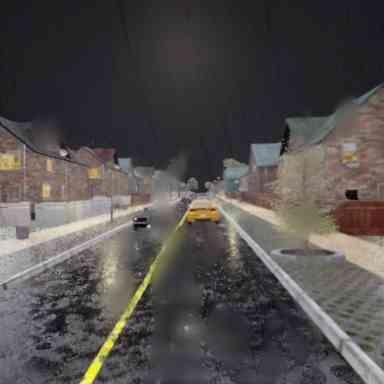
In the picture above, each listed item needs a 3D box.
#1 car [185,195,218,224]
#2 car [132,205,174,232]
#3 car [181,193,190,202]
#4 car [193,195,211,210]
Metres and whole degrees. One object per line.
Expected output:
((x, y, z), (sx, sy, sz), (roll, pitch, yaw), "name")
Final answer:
((0.734, 1.236, 22.382), (1.882, 1.535, 5.008), (-1, 1, 2), "car")
((-2.184, 1.463, 19.564), (1.895, 1.301, 4.718), (-1, 1, 2), "car")
((-1.015, 0.987, 60.350), (1.837, 1.490, 4.892), (-1, 0, 2), "car")
((1.166, 1.119, 37.453), (1.837, 1.490, 4.892), (-1, 1, 2), "car")
